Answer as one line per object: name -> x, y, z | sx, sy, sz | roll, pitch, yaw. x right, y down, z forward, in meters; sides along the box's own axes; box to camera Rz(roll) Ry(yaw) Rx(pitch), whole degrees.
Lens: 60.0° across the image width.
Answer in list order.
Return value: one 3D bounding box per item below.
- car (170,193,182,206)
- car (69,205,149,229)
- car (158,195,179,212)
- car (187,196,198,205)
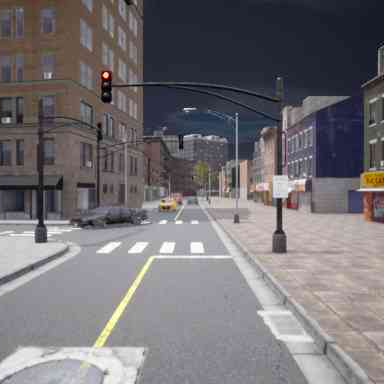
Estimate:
car -> -2.818, 1.228, 56.172 | 2.150, 2.045, 5.566 | 0, 1, 0
car -> -5.272, 1.558, 22.008 | 2.033, 1.411, 5.357 | 0, 0, 39
car -> -2.837, 1.483, 38.977 | 1.882, 1.535, 5.008 | 0, 0, 0
car -> 0.119, 1.507, 59.117 | 2.128, 1.511, 4.902 | 0, 0, 0
